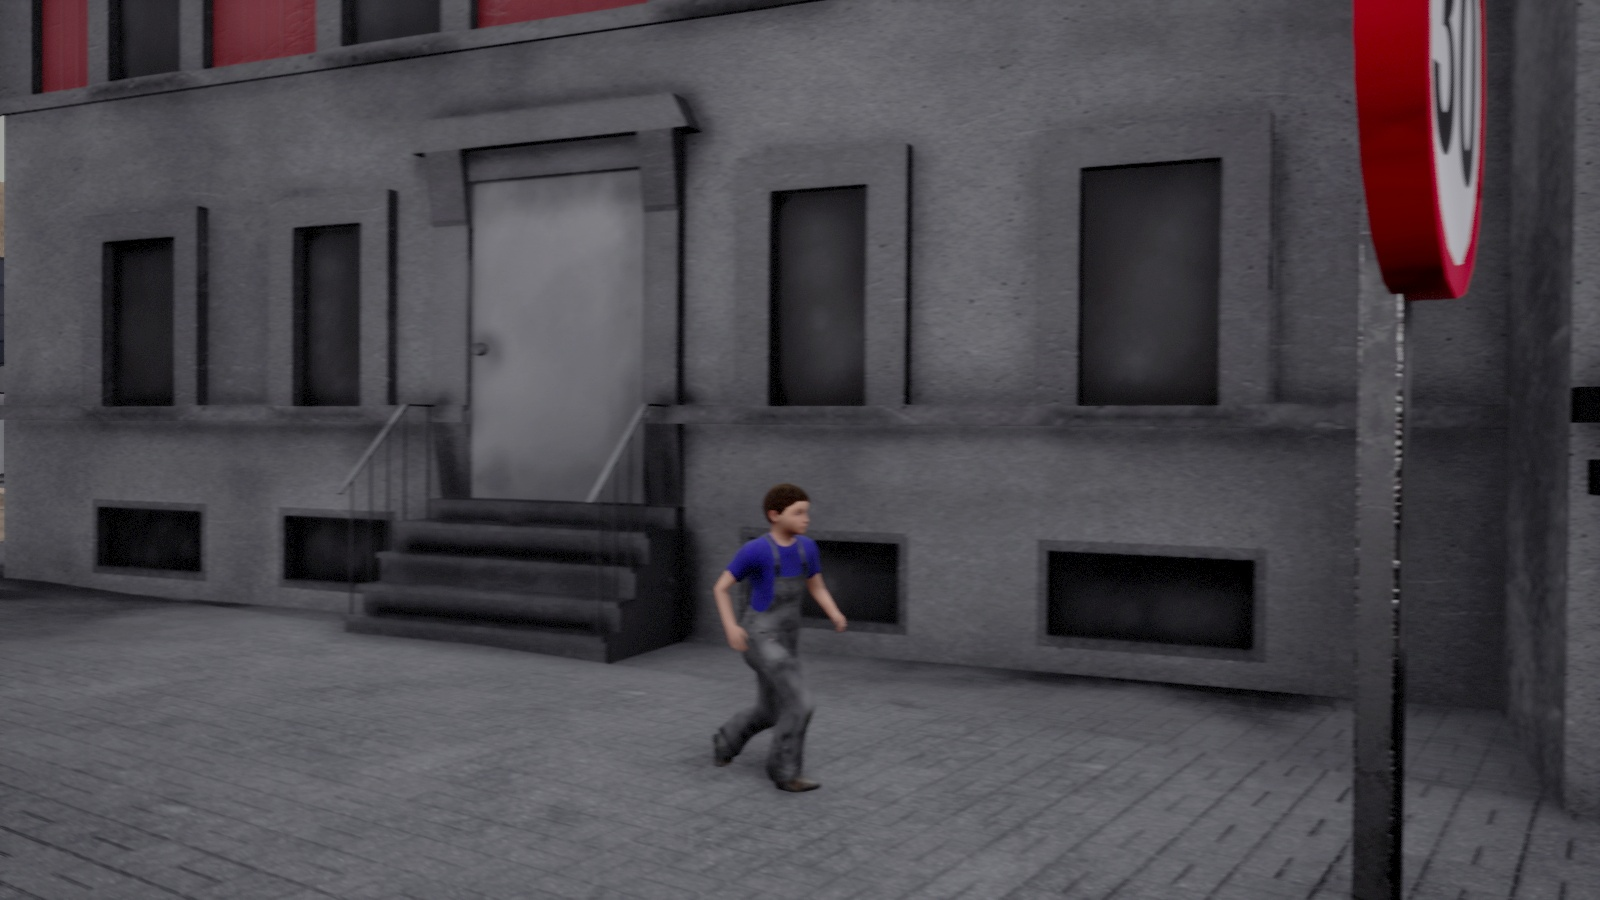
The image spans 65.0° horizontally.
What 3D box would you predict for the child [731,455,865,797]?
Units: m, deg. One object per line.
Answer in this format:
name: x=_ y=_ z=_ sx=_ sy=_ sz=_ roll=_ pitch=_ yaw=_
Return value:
child: x=-0.009 y=0.654 z=4.887 sx=0.437 sy=1.263 sz=0.270 roll=0 pitch=1 yaw=37
